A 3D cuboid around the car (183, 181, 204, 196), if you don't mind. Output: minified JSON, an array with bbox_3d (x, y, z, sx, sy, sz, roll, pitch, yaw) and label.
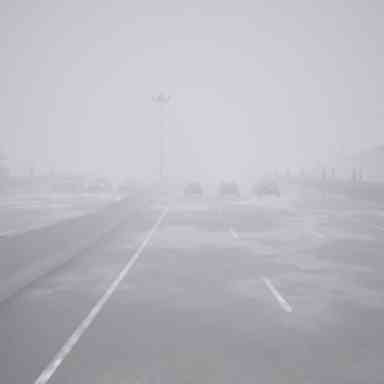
[{"bbox_3d":[0.127,-0.414,33.723,2.128,1.511,4.902,0,4,0],"label":"car"}]

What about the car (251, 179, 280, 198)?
[{"bbox_3d":[7.120,-0.464,32.529,2.097,1.767,4.553,0,4,0],"label":"car"}]

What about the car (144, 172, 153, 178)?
[{"bbox_3d":[-10.387,-3.983,79.626,2.097,1.767,4.553,0,1,0],"label":"car"}]

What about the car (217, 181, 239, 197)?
[{"bbox_3d":[3.627,-0.413,33.723,2.128,1.511,4.902,0,4,0],"label":"car"}]

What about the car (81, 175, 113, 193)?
[{"bbox_3d":[-10.536,-0.869,37.910,2.097,1.767,4.553,0,4,0],"label":"car"}]

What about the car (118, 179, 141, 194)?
[{"bbox_3d":[-7.039,-0.721,37.639,1.882,1.535,5.008,0,4,0],"label":"car"}]

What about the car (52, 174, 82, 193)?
[{"bbox_3d":[-14.038,-1.020,38.202,2.150,2.045,5.566,0,4,0],"label":"car"}]
